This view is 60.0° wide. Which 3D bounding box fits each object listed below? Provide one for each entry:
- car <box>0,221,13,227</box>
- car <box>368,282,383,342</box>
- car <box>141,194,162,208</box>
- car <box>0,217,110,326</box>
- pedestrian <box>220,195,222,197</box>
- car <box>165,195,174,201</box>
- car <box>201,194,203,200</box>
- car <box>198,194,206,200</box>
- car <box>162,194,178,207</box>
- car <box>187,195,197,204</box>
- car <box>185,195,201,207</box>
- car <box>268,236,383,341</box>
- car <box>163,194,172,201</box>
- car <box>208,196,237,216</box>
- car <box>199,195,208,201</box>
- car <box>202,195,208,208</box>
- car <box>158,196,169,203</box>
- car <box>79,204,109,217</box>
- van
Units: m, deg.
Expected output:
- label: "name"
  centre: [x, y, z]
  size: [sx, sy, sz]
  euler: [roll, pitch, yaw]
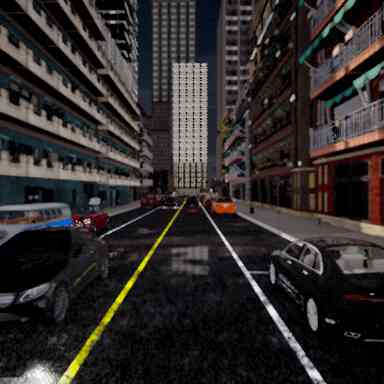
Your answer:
- label: "car"
  centre: [-5.699, 1.530, 6.455]
  size: [1.887, 1.381, 4.507]
  euler: [0, 0, 0]
- label: "car"
  centre: [2.683, 1.549, 0.919]
  size: [2.008, 1.369, 4.403]
  euler: [-1, 0, 0]
- label: "car"
  centre: [-5.706, 1.222, 45.118]
  size: [2.192, 1.841, 5.009]
  euler: [-1, 0, 0]
- label: "car"
  centre: [-3.101, 1.509, 7.160]
  size: [1.812, 1.442, 4.674]
  euler: [0, 0, 0]
- label: "pedestrian"
  centre: [2.996, 1.221, 34.631]
  size: [0.375, 1.860, 0.375]
  euler: [-1, 1, 0]
- label: "car"
  centre: [-5.707, 1.383, 83.783]
  size: [1.887, 1.381, 4.507]
  euler: [-1, 0, 0]
- label: "car"
  centre: [2.677, 1.447, 50.629]
  size: [2.008, 1.369, 4.403]
  euler: [-1, 0, 0]
- label: "car"
  centre: [2.672, 1.354, 89.463]
  size: [1.752, 1.417, 4.829]
  euler: [-1, 0, 0]
- label: "car"
  centre: [-3.085, 1.403, 48.956]
  size: [1.837, 1.490, 4.892]
  euler: [0, 1, 0]
- label: "car"
  centre: [-0.007, 1.352, 62.753]
  size: [1.882, 1.535, 5.008]
  euler: [0, 0, 0]
- label: "car"
  centre: [0.016, 1.409, 47.644]
  size: [1.837, 1.490, 4.892]
  euler: [0, 1, 0]
- label: "car"
  centre: [2.682, 1.536, 6.442]
  size: [2.008, 1.369, 4.403]
  euler: [-1, 0, 0]
- label: "car"
  centre: [-5.708, 1.287, 78.259]
  size: [1.967, 1.590, 4.097]
  euler: [-1, 0, 0]
- label: "car"
  centre: [2.997, 1.284, 31.832]
  size: [2.097, 1.767, 4.553]
  euler: [0, 0, 0]
- label: "car"
  centre: [2.674, 1.392, 78.247]
  size: [1.887, 1.381, 4.507]
  euler: [-1, 0, 0]
- label: "car"
  centre: [2.678, 1.451, 45.106]
  size: [1.887, 1.381, 4.507]
  euler: [-1, 0, 0]
- label: "car"
  centre: [-5.705, 1.448, 67.213]
  size: [1.802, 1.307, 4.206]
  euler: [-1, 0, 0]
- label: "car"
  centre: [-5.701, 1.402, 17.501]
  size: [1.967, 1.590, 4.097]
  euler: [-1, 0, 0]
- label: "van"
  centre: [-5.701, 1.314, 11.978]
  size: [1.690, 1.788, 3.998]
  euler: [-1, 0, 0]
